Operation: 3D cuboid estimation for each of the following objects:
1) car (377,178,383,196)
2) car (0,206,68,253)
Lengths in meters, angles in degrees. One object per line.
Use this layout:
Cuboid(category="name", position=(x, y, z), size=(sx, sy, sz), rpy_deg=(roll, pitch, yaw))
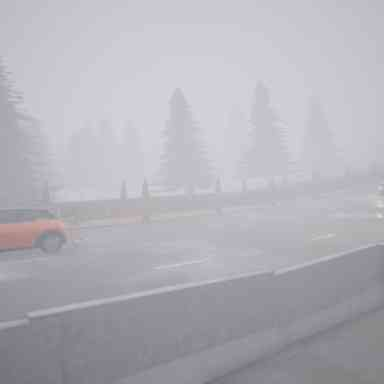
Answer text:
Cuboid(category="car", position=(19.281, -0.865, 30.599), size=(5.566, 2.045, 2.150), rpy_deg=(-9, 5, -35))
Cuboid(category="car", position=(-6.976, 1.345, 11.908), size=(4.553, 1.767, 2.097), rpy_deg=(-1, 0, -35))
